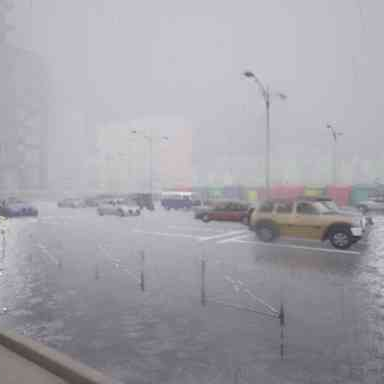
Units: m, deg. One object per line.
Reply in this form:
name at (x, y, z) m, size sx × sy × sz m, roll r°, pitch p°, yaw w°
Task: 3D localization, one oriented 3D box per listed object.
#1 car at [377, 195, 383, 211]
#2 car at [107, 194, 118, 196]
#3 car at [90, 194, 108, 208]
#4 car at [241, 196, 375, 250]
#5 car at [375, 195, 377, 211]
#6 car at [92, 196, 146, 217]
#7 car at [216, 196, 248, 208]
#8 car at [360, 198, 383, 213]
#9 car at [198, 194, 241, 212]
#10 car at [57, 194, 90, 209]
car at (17.798, 1.158, 31.793) m, size 3.866 × 1.878 × 1.905 m, roll 0°, pitch 0°, yaw 36°
car at (-11.893, 1.099, 46.320) m, size 4.605 × 1.855 × 1.932 m, roll 0°, pitch 0°, yaw 36°
car at (-13.421, 1.309, 44.113) m, size 3.905 × 1.438 × 1.784 m, roll 0°, pitch 0°, yaw 36°
car at (4.621, 1.150, 13.534) m, size 4.605 × 1.855 × 1.932 m, roll 0°, pitch 0°, yaw 36°
car at (6.357, 1.154, 15.850) m, size 3.866 × 1.878 × 1.905 m, roll 0°, pitch 0°, yaw 36°
car at (-6.234, 1.364, 28.257) m, size 3.806 × 1.475 × 1.970 m, roll 0°, pitch 0°, yaw 36°
car at (5.317, 1.337, 44.331) m, size 3.905 × 1.438 × 1.784 m, roll 0°, pitch 0°, yaw 36°
car at (19.499, 1.398, 34.136) m, size 3.806 × 1.475 × 1.970 m, roll 0°, pitch 0°, yaw 36°
car at (3.572, 1.125, 42.019) m, size 4.605 × 1.855 × 1.932 m, roll 0°, pitch 0°, yaw 36°
car at (-15.114, 1.339, 41.765) m, size 3.806 × 1.475 × 1.970 m, roll 0°, pitch 0°, yaw 36°
